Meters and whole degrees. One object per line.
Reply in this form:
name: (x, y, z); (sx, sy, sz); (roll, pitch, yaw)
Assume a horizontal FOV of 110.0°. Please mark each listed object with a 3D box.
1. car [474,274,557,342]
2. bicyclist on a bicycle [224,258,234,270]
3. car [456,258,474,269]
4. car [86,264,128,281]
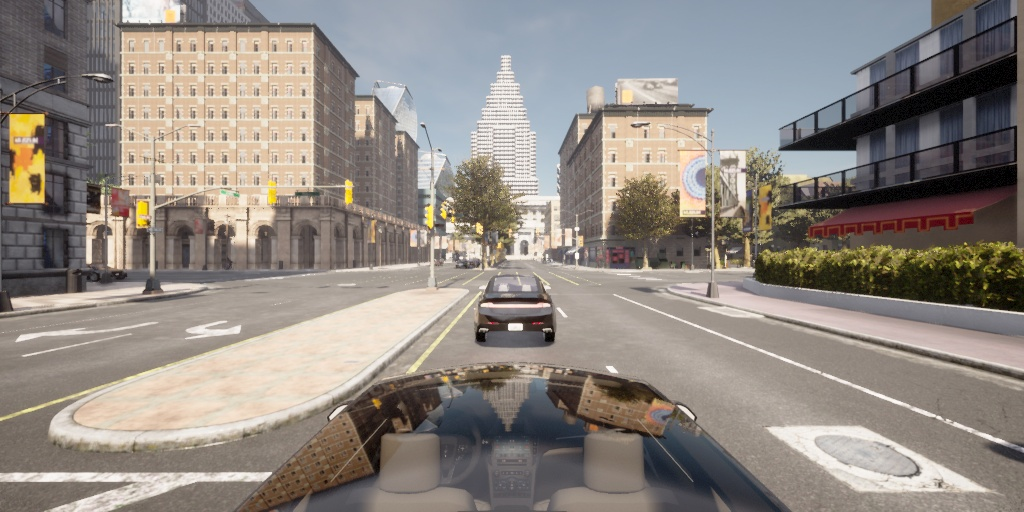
car: (0.082, 1.241, 9.759); (2.128, 1.511, 4.902); (0, 0, 0)
bicyclist on a bicycle: (-37.240, 1.045, 47.167); (0.582, 1.620, 1.656); (0, 0, 0)
car: (-8.006, 1.235, 58.507); (2.128, 1.511, 4.902); (0, 0, 0)
car: (-34.161, 1.311, 29.213); (4.181, 1.385, 1.994); (0, 0, 0)
